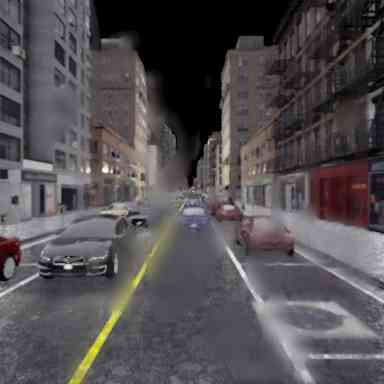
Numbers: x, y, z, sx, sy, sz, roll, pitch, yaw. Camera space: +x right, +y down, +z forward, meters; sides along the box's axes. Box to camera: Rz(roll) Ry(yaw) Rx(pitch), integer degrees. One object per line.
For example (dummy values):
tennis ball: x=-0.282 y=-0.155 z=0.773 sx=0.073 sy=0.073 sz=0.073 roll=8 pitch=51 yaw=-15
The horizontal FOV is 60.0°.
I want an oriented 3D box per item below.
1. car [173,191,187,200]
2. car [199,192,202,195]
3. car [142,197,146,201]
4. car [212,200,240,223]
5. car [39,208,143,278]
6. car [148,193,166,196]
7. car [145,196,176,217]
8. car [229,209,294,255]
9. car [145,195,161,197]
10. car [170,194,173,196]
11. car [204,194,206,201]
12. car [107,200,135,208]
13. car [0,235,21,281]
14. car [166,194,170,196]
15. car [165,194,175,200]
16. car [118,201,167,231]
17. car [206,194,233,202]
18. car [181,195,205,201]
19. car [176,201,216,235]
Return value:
car: x=-2.713 y=1.112 z=73.814 sx=1.837 sy=1.490 sz=4.892 roll=0 pitch=0 yaw=0
car: x=2.782 y=1.177 z=64.166 sx=1.882 sy=1.535 sz=5.008 roll=0 pitch=0 yaw=0
car: x=-5.372 y=1.433 z=29.725 sx=1.947 sy=1.339 sz=4.313 roll=0 pitch=0 yaw=0
car: x=2.650 y=1.477 z=24.045 sx=1.802 sy=1.307 sz=4.206 roll=0 pitch=0 yaw=0
car: x=-2.844 y=1.462 z=10.063 sx=1.837 sy=1.490 sz=4.892 roll=0 pitch=0 yaw=0
car: x=-5.364 y=1.099 z=46.768 sx=2.192 sy=1.841 sz=5.009 roll=0 pitch=0 yaw=0
car: x=-2.779 y=1.371 z=29.961 sx=1.837 sy=1.490 sz=4.892 roll=0 pitch=0 yaw=1
car: x=2.644 y=1.528 z=12.682 sx=1.802 sy=1.307 sz=4.206 roll=0 pitch=0 yaw=0
car: x=-5.367 y=1.378 z=41.088 sx=1.947 sy=1.339 sz=4.313 roll=0 pitch=0 yaw=0
car: x=-5.350 y=1.226 z=75.178 sx=1.802 sy=1.307 sz=4.206 roll=0 pitch=0 yaw=0
car: x=2.659 y=1.252 z=41.088 sx=1.967 sy=1.590 sz=4.097 roll=0 pitch=0 yaw=0
car: x=-5.375 y=1.421 z=23.873 sx=1.752 sy=1.417 sz=4.829 roll=0 pitch=0 yaw=0
car: x=-5.384 y=1.515 z=6.997 sx=1.887 sy=1.381 sz=4.507 roll=0 pitch=0 yaw=0
car: x=-5.358 y=1.169 z=58.132 sx=1.967 sy=1.590 sz=4.097 roll=0 pitch=0 yaw=0
car: x=-5.347 y=1.166 z=80.860 sx=2.008 sy=1.369 sz=4.403 roll=0 pitch=0 yaw=0
car: x=-2.823 y=1.478 z=19.991 sx=1.994 sy=1.385 sz=4.181 roll=0 pitch=0 yaw=1
car: x=2.653 y=1.183 z=29.725 sx=2.192 sy=1.841 sz=5.009 roll=0 pitch=0 yaw=0
car: x=0.102 y=1.373 z=38.409 sx=2.033 sy=1.411 sz=5.357 roll=0 pitch=0 yaw=0
car: x=0.107 y=1.448 z=18.099 sx=1.812 sy=1.442 sz=4.674 roll=0 pitch=0 yaw=0
